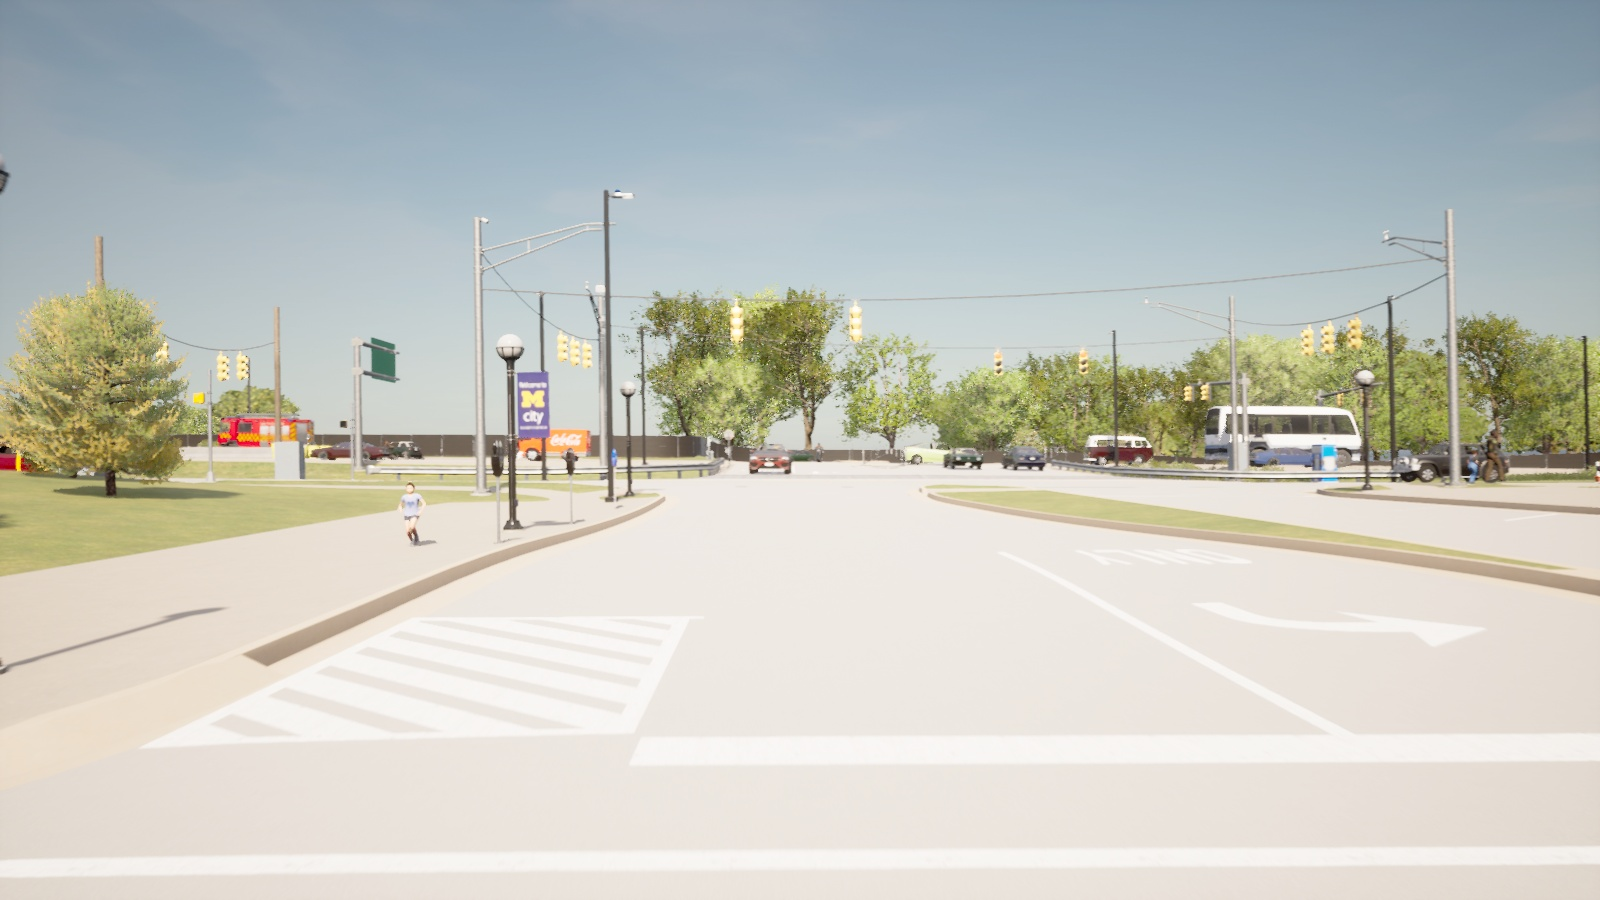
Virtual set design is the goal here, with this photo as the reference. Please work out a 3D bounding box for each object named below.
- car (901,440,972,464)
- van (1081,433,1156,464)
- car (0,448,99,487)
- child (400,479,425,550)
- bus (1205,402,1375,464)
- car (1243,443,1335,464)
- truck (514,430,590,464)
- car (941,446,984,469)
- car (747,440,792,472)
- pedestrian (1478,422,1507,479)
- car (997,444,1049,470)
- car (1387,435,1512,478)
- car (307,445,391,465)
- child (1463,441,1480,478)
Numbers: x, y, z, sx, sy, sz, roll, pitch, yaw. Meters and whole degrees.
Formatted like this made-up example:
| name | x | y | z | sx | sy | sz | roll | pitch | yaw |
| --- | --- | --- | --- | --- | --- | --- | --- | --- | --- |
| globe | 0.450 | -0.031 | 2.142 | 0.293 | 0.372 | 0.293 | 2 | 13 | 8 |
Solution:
| name | x | y | z | sx | sy | sz | roll | pitch | yaw |
| --- | --- | --- | --- | --- | --- | --- | --- | --- | --- |
| car | 9.104 | 0.120 | 83.891 | 4.514 | 1.525 | 2.007 | 0 | 2 | -1 |
| van | 21.272 | -0.096 | 84.016 | 4.480 | 2.038 | 2.069 | 0 | -1 | -1 |
| car | -29.791 | 0.690 | 48.707 | 4.193 | 1.474 | 1.816 | 0 | -1 | -2 |
| child | -6.165 | 1.019 | 19.972 | 0.255 | 1.110 | 0.394 | -1 | -1 | 0 |
| bus | 34.079 | -1.163 | 87.645 | 10.273 | 4.253 | 3.944 | 0 | -1 | -1 |
| car | 32.717 | 0.228 | 84.119 | 5.357 | 1.411 | 2.033 | 0 | -1 | -1 |
| truck | -18.529 | -0.211 | 94.160 | 5.204 | 2.467 | 2.627 | 0 | -1 | -1 |
| car | 9.921 | 0.429 | 77.110 | 1.895 | 1.301 | 4.718 | 0 | 1 | -2 |
| car | -1.572 | 0.295 | 67.076 | 2.152 | 1.651 | 5.027 | 0 | 0 | 1 |
| pedestrian | 23.795 | 0.027 | 43.156 | 0.692 | 1.930 | 0.395 | -1 | -1 | -2 |
| car | 13.457 | 0.398 | 76.017 | 2.033 | 1.411 | 5.357 | 0 | 1 | -2 |
| car | 29.170 | 0.308 | 56.508 | 4.605 | 1.855 | 1.932 | 0 | -1 | 0 |
| car | -32.494 | 0.336 | 90.528 | 5.357 | 1.411 | 2.033 | 0 | -1 | -1 |
| child | 23.586 | 0.338 | 44.116 | 0.437 | 1.263 | 0.270 | -1 | -1 | -16 |
